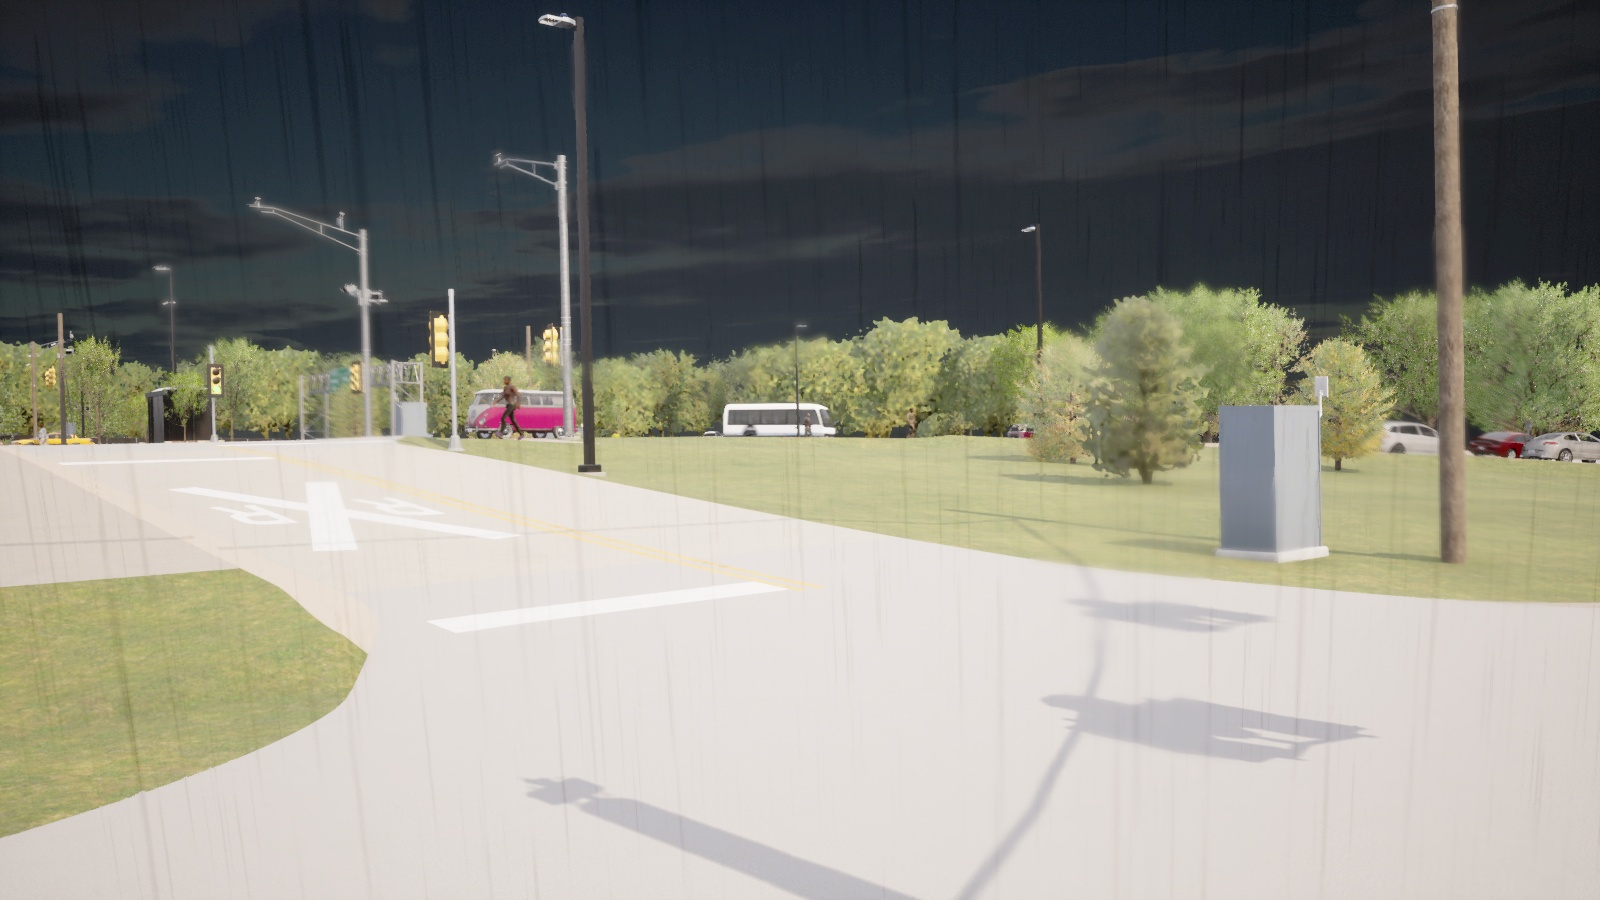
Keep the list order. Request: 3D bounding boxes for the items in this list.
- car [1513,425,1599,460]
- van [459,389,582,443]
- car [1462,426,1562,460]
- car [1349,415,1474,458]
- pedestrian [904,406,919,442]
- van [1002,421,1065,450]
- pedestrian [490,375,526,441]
[{"bbox_3d":[37.631,-0.356,61.043,5.027,1.651,2.152,0,0,-13],"label":"car"},{"bbox_3d":[-10.939,-1.311,49.342,1.775,1.987,4.442,-1,0,44],"label":"van"},{"bbox_3d":[37.253,-0.356,65.688,5.008,1.535,1.882,1,6,-26],"label":"car"},{"bbox_3d":[27.978,-0.611,57.518,4.611,1.667,2.242,2,4,-12],"label":"car"},{"bbox_3d":[5.998,-1.389,67.567,0.692,1.930,0.396,-1,1,35],"label":"pedestrian"},{"bbox_3d":[17.820,-1.082,95.763,4.480,2.038,2.069,1,-2,-33],"label":"van"},{"bbox_3d":[-8.181,-1.180,35.166,0.869,1.805,0.328,-2,1,-40],"label":"pedestrian"}]
